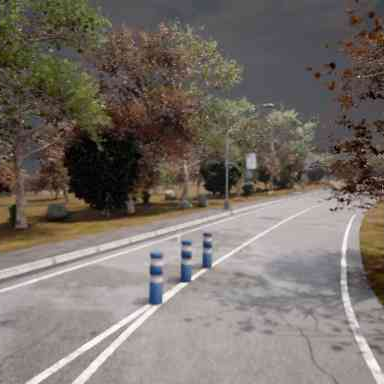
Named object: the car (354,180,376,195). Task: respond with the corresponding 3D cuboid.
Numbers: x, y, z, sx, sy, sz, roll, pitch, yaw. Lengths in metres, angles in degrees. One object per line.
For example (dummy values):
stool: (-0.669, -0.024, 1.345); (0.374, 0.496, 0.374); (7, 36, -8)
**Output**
car: (21.065, -0.713, 40.666); (2.150, 2.045, 5.566); (0, 3, 34)
